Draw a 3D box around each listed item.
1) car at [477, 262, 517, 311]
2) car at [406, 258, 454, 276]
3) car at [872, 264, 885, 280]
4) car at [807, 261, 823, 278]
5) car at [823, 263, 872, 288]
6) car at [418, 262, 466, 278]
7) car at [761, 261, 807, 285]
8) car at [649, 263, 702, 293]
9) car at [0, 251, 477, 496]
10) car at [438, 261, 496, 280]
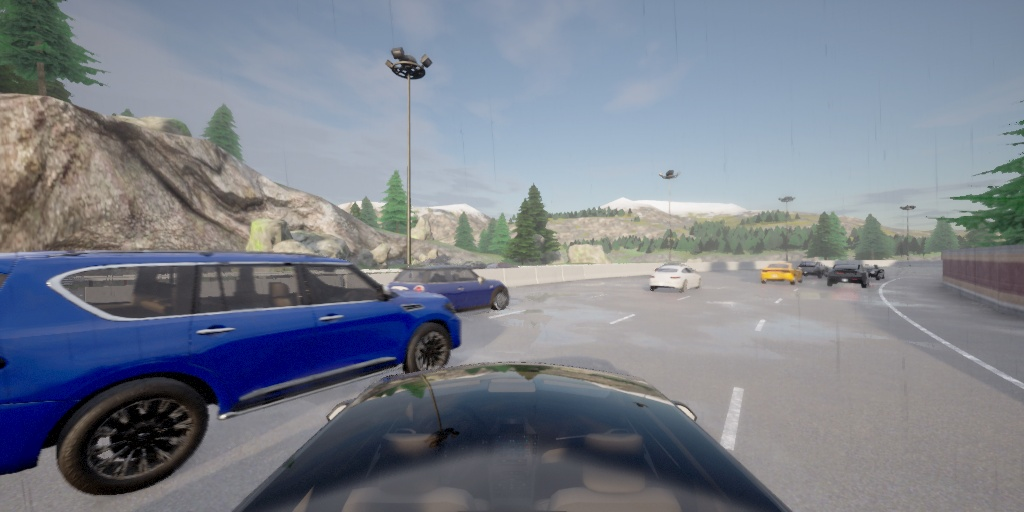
[{"bbox_3d":[-2.082,1.102,12.335,2.097,1.767,4.553,0,0,36],"label":"car"},{"bbox_3d":[-8.554,1.102,37.646,2.097,1.767,4.553,0,0,43],"label":"car"},{"bbox_3d":[30.429,1.351,30.745,4.718,1.301,1.895,0,0,-39],"label":"car"},{"bbox_3d":[27.693,1.241,33.012,4.902,1.511,2.128,0,0,-39],"label":"car"},{"bbox_3d":[22.467,1.255,23.932,4.892,1.490,1.837,0,0,-43],"label":"car"},{"bbox_3d":[-6.690,1.314,34.519,1.994,1.385,4.181,0,0,43],"label":"car"},{"bbox_3d":[19.744,1.228,26.173,5.008,1.535,1.882,0,0,-43],"label":"car"},{"bbox_3d":[9.567,1.276,20.923,1.812,1.442,4.674,0,0,42],"label":"car"},{"bbox_3d":[-3.145,0.970,4.908,2.150,2.045,5.566,0,0,34],"label":"car"},{"bbox_3d":[-3.964,1.241,32.333,2.128,1.511,4.902,0,0,43],"label":"car"}]
